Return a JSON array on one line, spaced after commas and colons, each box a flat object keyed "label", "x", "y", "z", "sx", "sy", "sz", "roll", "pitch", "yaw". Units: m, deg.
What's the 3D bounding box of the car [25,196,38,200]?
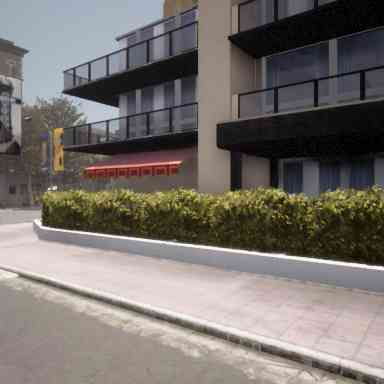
[{"label": "car", "x": -34.539, "y": 1.481, "z": 68.283, "sx": 4.892, "sy": 1.521, "sz": 2.231, "roll": 0, "pitch": 0, "yaw": 37}]
